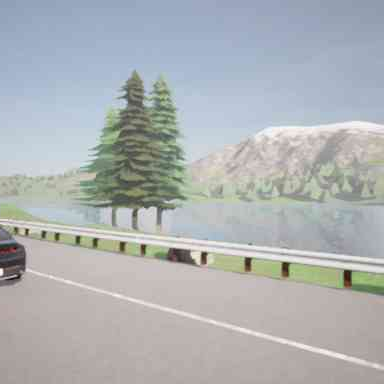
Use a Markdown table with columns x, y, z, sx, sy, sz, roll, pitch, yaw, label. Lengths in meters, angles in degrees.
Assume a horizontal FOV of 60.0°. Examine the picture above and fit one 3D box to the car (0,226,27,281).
| x | y | z | sx | sy | sz | roll | pitch | yaw | label |
| --- | --- | --- | --- | --- | --- | --- | --- | --- | --- |
| -6.190 | 1.526 | 8.729 | 4.892 | 1.490 | 1.837 | 0 | 0 | 37 | car |
